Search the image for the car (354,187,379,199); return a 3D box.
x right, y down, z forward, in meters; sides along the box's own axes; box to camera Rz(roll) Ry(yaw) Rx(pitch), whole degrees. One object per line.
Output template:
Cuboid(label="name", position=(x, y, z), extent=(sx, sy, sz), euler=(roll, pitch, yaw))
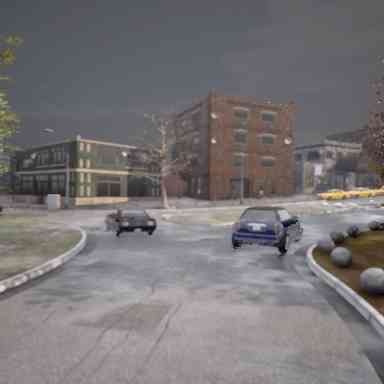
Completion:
Cuboid(label="car", position=(23.955, 0.087, 47.808), extent=(5.366, 1.575, 1.946), euler=(-3, 2, -28))

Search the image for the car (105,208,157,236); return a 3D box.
Cuboid(label="car", position=(-3.444, 1.522, 17.897), extent=(1.895, 1.301, 4.718), euler=(1, 0, -23))

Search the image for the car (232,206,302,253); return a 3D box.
Cuboid(label="car", position=(3.360, 1.378, 14.307), extent=(2.097, 1.767, 4.553), euler=(1, 0, 26))

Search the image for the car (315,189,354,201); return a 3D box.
Cuboid(label="car", position=(19.087, 0.346, 45.212), extent=(5.366, 1.575, 1.946), euler=(-3, 2, -28))

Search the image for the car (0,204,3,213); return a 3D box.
Cuboid(label="car", position=(-18.843, 1.223, 29.108), extent=(4.181, 1.385, 1.994), euler=(1, 0, 13))

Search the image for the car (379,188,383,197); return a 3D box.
Cuboid(label="car", position=(28.820, -0.168, 50.414), extent=(5.366, 1.575, 1.946), euler=(-3, 2, -28))
